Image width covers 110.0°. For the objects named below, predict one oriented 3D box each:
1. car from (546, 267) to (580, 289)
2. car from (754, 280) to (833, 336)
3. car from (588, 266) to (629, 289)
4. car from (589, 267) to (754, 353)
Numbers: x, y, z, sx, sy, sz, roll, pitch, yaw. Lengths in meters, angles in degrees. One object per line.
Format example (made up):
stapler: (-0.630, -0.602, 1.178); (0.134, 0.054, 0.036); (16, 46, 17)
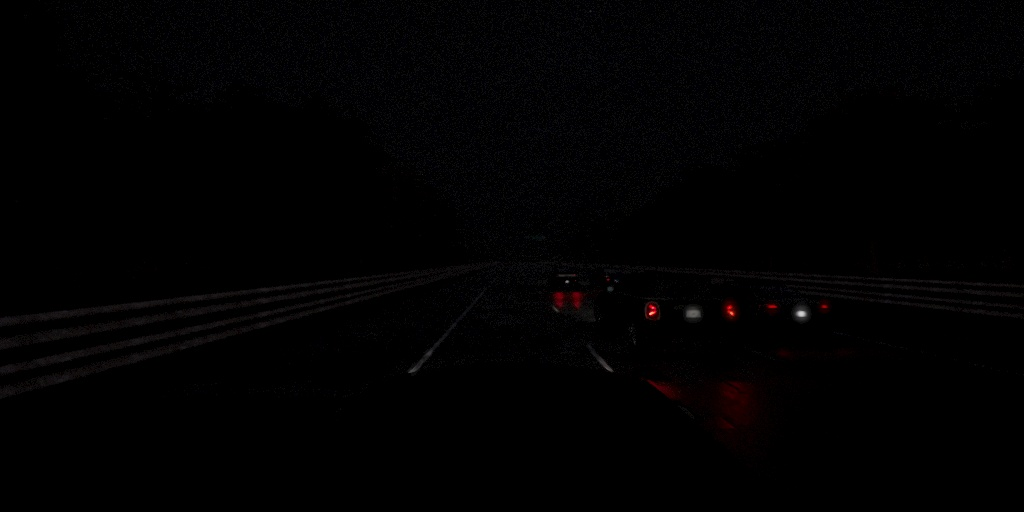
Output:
car: (3.595, 1.499, 25.739); (2.128, 1.511, 4.902); (0, -1, 0)
car: (7.097, 1.411, 10.801); (1.994, 1.385, 4.181); (0, -1, 0)
car: (7.096, 1.545, 26.842); (1.812, 1.442, 4.674); (0, -1, 0)
car: (3.595, 1.182, 9.221); (2.097, 1.767, 4.553); (0, -1, 0)
